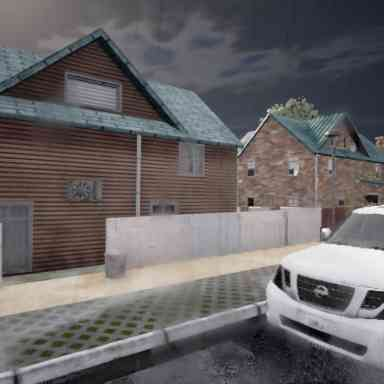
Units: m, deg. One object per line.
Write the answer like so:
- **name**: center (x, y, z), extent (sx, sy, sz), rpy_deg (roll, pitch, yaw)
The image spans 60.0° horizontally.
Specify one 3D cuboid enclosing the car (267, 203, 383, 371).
- **car**: center (3.749, 1.224, 5.621), extent (5.566, 2.045, 2.150), rpy_deg (0, 0, -35)
